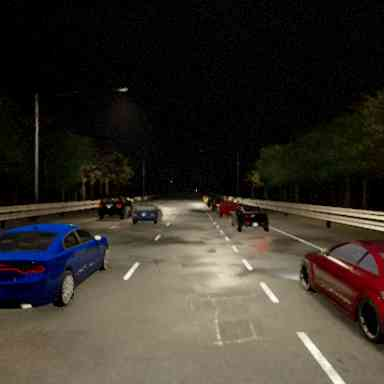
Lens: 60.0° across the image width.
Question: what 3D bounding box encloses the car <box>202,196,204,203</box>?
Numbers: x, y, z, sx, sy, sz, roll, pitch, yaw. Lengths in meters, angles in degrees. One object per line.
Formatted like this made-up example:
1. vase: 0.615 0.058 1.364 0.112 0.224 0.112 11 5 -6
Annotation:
1. car: 3.488 1.783 65.420 1.812 1.442 4.674 0 0 0

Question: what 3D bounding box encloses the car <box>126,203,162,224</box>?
1. car: -3.404 1.671 25.946 2.033 1.411 5.357 0 0 0

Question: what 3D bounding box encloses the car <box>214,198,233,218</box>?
1. car: 3.494 1.628 32.421 1.882 1.535 5.008 0 0 0

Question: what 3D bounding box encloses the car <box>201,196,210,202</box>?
1. car: 3.484 1.788 87.446 2.163 1.488 4.792 0 0 0

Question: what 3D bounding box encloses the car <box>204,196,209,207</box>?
1. car: 3.490 1.655 54.420 2.033 1.649 4.856 0 0 0

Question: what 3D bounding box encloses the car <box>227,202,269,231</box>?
1. car: 3.595 1.608 21.252 1.837 1.490 4.892 0 0 0

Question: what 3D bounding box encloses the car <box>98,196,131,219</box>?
1. car: -6.894 1.364 30.386 2.150 2.045 5.566 0 0 0

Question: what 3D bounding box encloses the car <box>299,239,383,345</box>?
1. car: 3.598 1.595 6.426 1.994 1.385 4.181 0 0 0

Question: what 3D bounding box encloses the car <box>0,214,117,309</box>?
1. car: -3.403 1.516 8.050 1.882 1.535 5.008 0 0 0

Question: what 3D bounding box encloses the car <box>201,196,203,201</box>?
1. car: 3.486 1.764 76.419 1.882 1.535 5.008 0 0 0

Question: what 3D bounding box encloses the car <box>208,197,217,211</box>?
1. car: 3.492 1.695 43.421 1.837 1.490 4.892 0 0 0
